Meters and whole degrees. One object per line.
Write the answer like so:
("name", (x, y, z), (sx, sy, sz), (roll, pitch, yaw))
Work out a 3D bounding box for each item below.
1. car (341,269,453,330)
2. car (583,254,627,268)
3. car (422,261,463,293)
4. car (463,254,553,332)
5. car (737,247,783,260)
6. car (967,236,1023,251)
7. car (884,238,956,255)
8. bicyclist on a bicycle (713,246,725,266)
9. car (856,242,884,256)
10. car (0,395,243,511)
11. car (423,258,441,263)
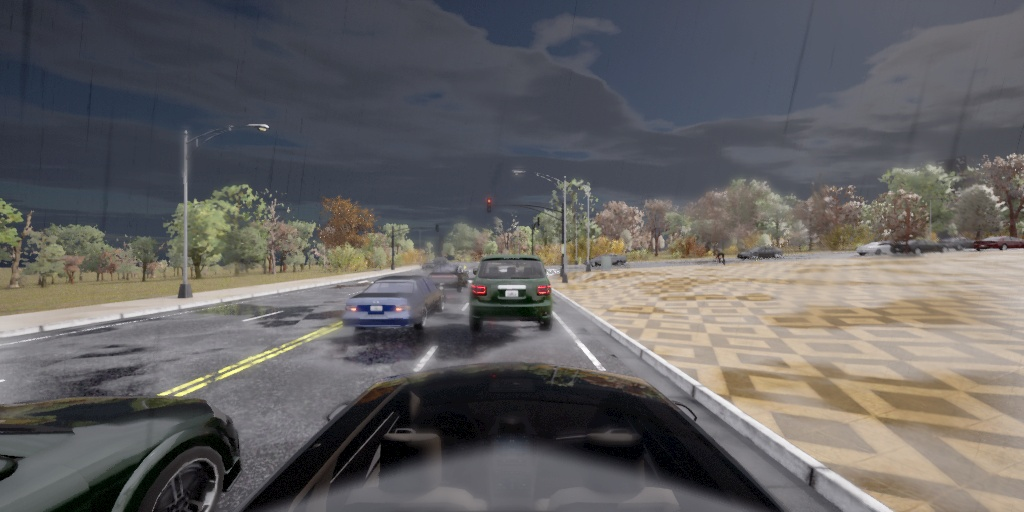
("car", (-3.308, 1.303, 11.092), (2.033, 1.411, 5.357), (0, 0, -1))
("car", (10.550, 0.516, 40.769), (4.902, 1.511, 2.128), (-3, 0, -3))
("car", (-3.617, 1.257, 20.839), (2.128, 1.511, 4.902), (0, 0, 0))
("car", (-0.060, 0.977, 11.089), (2.150, 2.045, 5.566), (0, 0, -1))
("car", (28.920, -0.305, 41.859), (4.892, 1.490, 1.837), (-3, 0, -4))
("car", (51.168, -1.316, 37.416), (5.008, 1.535, 1.882), (-3, 0, -7))
("car", (41.249, -0.879, 36.286), (5.008, 1.535, 1.882), (-3, 0, -5))
("bicyclist on a bicycle", (17.409, 0.004, 30.187), (0.582, 1.620, 1.656), (-2, 0, -3))
("car", (40.587, -0.805, 39.485), (4.674, 1.442, 1.812), (-3, 0, -6))
("car", (-3.170, 1.314, 1.157), (1.994, 1.385, 4.181), (0, 0, 0))
("car", (-12.527, 1.406, 54.823), (1.994, 1.385, 4.181), (0, 0, -5))
